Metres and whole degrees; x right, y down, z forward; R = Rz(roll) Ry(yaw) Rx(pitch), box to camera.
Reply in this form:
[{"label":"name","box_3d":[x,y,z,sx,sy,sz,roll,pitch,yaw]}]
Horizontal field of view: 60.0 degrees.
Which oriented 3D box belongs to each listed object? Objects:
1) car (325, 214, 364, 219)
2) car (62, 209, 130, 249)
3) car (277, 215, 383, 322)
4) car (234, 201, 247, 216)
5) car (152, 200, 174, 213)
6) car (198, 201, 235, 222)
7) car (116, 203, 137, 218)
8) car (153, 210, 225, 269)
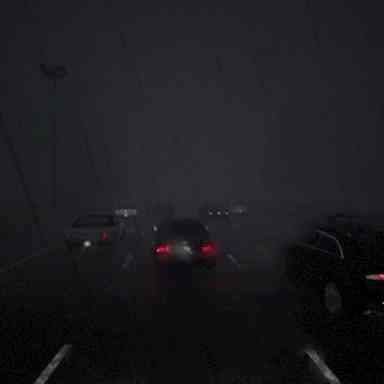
[{"label":"car","box_3d":[6.417,1.631,14.856,1.895,1.301,4.718,0,0,-4]},{"label":"car","box_3d":[-4.094,1.648,14.684,1.895,1.301,4.718,0,0,-4]},{"label":"car","box_3d":[3.333,1.506,7.289,2.128,1.511,4.902,0,0,-2]},{"label":"car","box_3d":[4.168,1.611,33.474,1.812,1.442,4.674,0,0,-9]},{"label":"car","box_3d":[-2.999,1.575,33.842,1.882,1.535,5.008,0,0,-10]},{"label":"car","box_3d":[1.640,1.619,26.917,2.033,1.411,5.357,0,0,-8]},{"label":"car","box_3d":[-5.993,1.695,30.666,1.895,1.301,4.718,0,0,-9]},{"label":"car","box_3d":[-0.335,1.580,11.319,2.033,1.411,5.357,0,0,-3]}]
